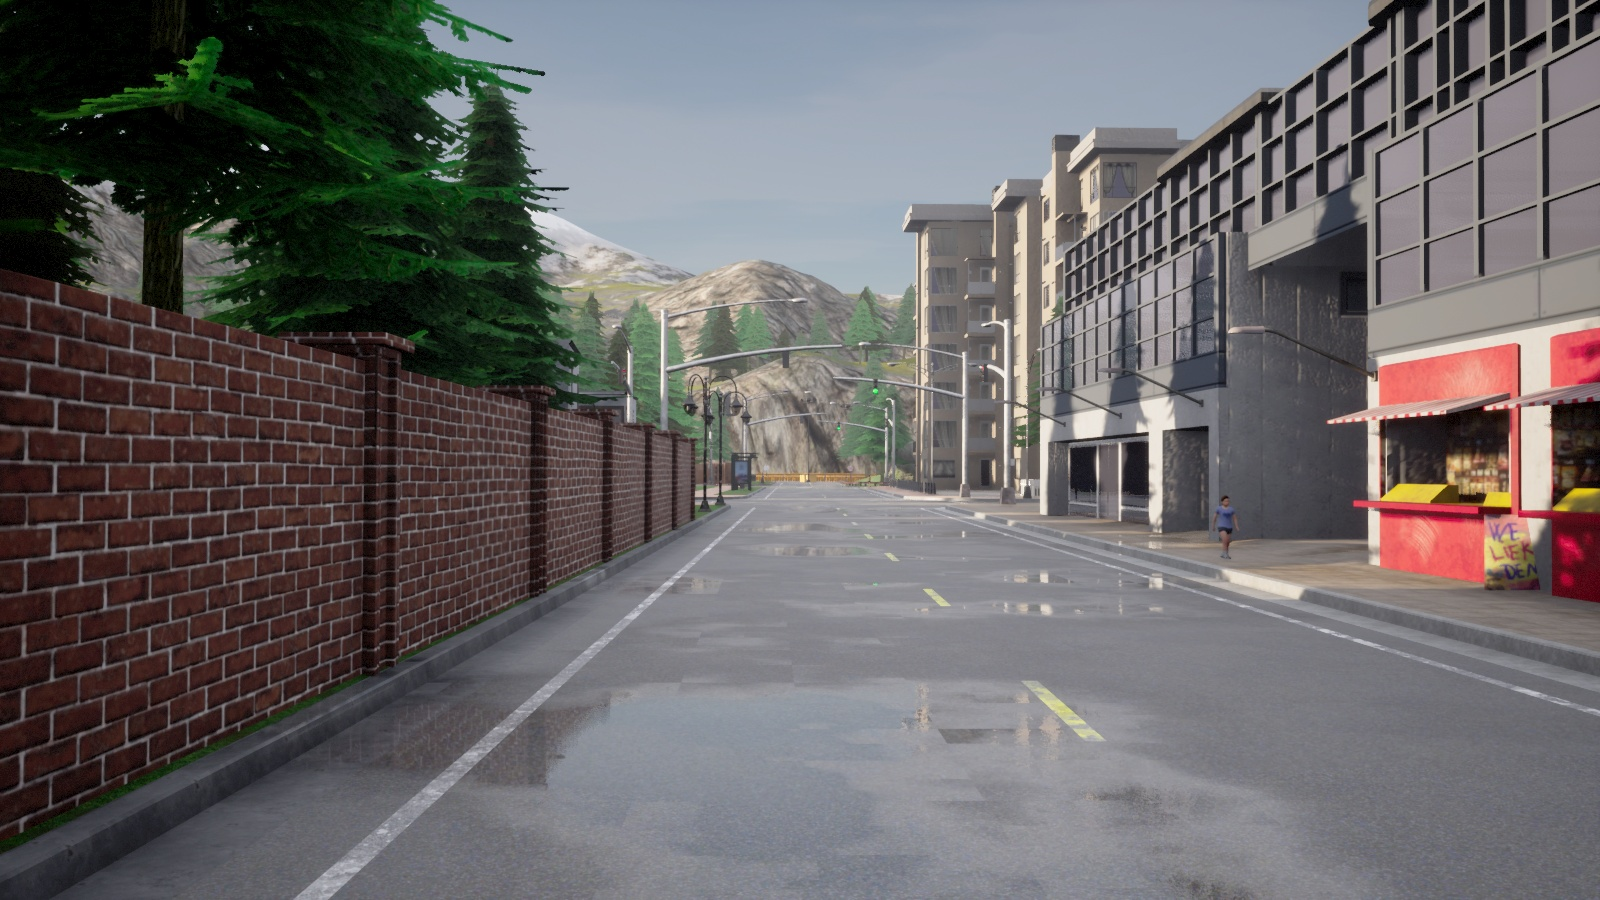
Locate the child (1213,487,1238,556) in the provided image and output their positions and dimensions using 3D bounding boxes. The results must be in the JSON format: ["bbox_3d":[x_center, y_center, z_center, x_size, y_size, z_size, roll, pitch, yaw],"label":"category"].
[{"bbox_3d":[7.004,1.174,20.678,0.255,1.110,0.394,0,-1,-3],"label":"child"}]
